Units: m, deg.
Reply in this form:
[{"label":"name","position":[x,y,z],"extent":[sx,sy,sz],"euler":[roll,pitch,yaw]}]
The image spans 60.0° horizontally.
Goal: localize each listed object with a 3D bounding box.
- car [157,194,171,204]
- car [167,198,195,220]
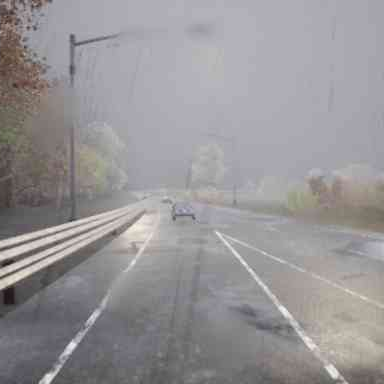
[{"label":"car","position":[-4.614,1.446,59.644],"extent":[1.895,1.301,4.718],"euler":[0,0,-10]},{"label":"car","position":[-0.815,1.513,28.103],"extent":[2.033,1.411,5.357],"euler":[0,0,-5]}]
